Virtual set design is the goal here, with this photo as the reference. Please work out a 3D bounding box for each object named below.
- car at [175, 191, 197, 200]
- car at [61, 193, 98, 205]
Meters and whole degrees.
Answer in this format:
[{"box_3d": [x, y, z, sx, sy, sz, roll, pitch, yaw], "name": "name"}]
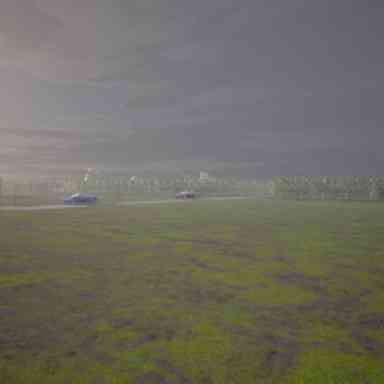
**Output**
[{"box_3d": [-1.019, 0.558, 58.635, 1.882, 1.535, 5.008, 1, 1, 36], "name": "car"}, {"box_3d": [-13.868, 0.797, 41.133, 1.812, 1.442, 4.674, 1, 1, 36], "name": "car"}]
